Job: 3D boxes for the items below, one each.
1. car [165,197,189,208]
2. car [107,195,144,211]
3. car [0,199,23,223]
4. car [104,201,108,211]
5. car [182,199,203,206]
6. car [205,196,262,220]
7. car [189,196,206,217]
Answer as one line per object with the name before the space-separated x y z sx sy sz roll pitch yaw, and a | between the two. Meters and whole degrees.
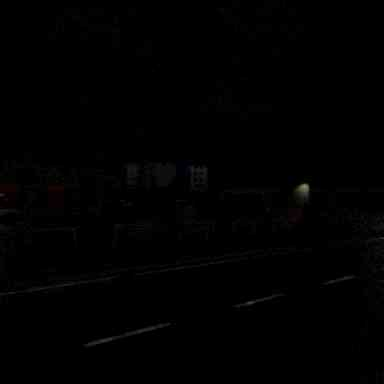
car | -2.711 1.690 63.332 2.097 1.767 4.553 1 0 -33
car | -9.245 1.348 46.488 3.866 1.878 1.905 1 0 -35
car | -13.698 1.415 22.608 3.806 1.475 1.970 1 0 -35
car | -10.910 1.587 48.856 3.806 1.475 1.970 1 0 -35
car | 0.100 1.974 65.425 1.895 1.301 4.718 1 0 -33
car | 3.751 1.343 28.098 4.605 1.855 1.932 1 0 -35
car | 2.123 1.346 30.492 3.866 1.878 1.905 1 0 -35
